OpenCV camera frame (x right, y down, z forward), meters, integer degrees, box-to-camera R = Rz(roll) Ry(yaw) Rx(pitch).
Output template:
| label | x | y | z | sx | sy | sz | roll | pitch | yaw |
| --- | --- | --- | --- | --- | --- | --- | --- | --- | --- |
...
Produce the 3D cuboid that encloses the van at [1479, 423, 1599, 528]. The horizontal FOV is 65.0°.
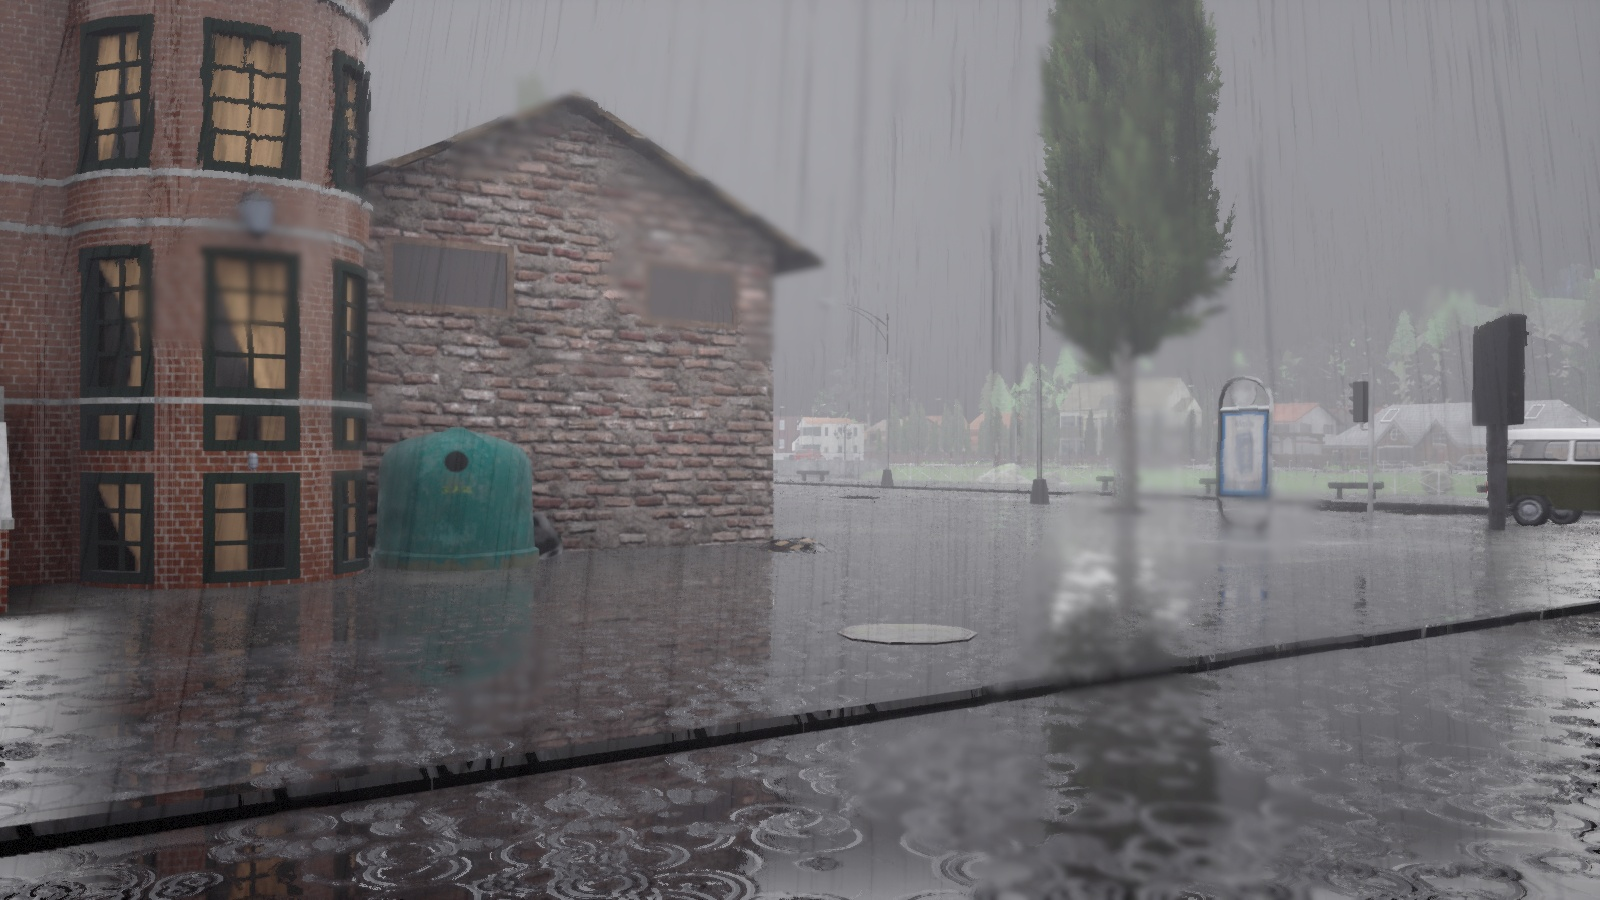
| label | x | y | z | sx | sy | sz | roll | pitch | yaw |
| --- | --- | --- | --- | --- | --- | --- | --- | --- | --- |
| van | 16.366 | 0.494 | 25.051 | 2.069 | 2.038 | 4.480 | 0 | 0 | -36 |
